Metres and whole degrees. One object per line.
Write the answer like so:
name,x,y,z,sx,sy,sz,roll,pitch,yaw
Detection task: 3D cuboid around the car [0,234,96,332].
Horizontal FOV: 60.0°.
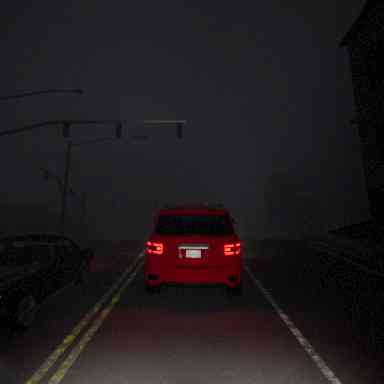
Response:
car,-3.606,1.649,7.031,1.895,1.301,4.718,0,-1,0

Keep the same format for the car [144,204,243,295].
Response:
car,0.056,1.346,9.224,2.150,2.045,5.566,1,-1,1
